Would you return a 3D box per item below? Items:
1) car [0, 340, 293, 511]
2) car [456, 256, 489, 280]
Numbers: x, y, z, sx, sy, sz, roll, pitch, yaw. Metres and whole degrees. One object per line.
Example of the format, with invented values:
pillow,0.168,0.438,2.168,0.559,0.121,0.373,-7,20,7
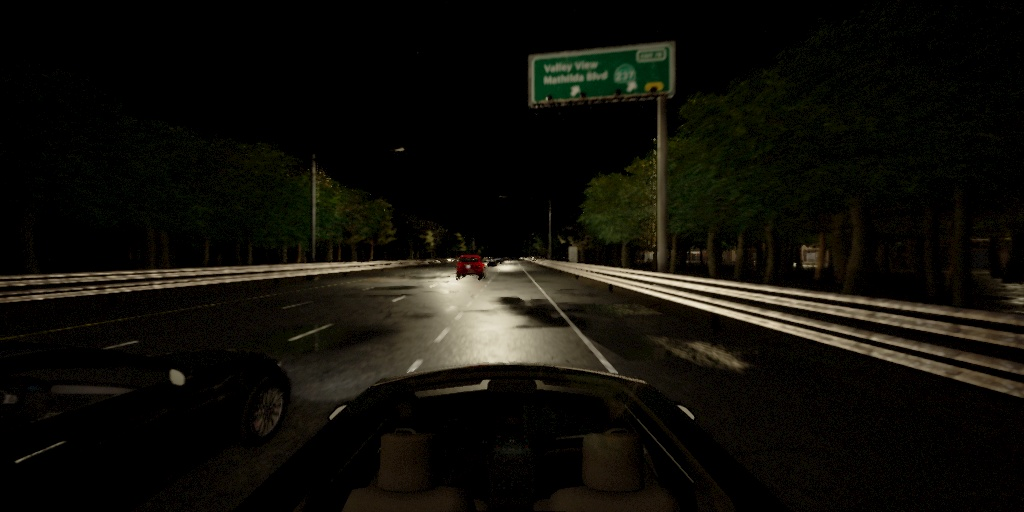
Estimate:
car,-3.501,1.275,2.283,1.812,1.442,4.674,0,0,0
car,-3.520,0.979,31.512,2.150,2.045,5.566,0,0,0
